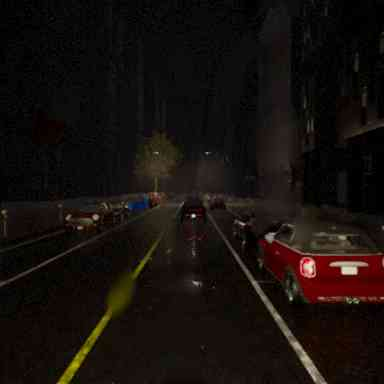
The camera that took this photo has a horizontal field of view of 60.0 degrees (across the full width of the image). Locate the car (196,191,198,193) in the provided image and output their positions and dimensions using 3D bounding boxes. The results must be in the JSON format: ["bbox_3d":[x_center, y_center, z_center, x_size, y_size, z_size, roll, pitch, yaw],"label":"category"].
[{"bbox_3d":[2.772,0.968,92.943,2.008,1.369,4.403,0,0,0],"label":"car"}]

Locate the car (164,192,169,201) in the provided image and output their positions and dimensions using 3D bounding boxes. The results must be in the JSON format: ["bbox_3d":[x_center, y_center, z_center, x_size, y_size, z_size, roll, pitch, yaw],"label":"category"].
[{"bbox_3d":[-5.757,0.936,58.871,2.192,1.841,5.009,0,0,0],"label":"car"}]

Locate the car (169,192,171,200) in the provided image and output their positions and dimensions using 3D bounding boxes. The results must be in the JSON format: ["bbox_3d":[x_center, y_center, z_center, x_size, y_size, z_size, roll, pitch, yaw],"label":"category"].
[{"bbox_3d":[-5.756,1.137,64.549,2.008,1.369,4.403,0,0,0],"label":"car"}]

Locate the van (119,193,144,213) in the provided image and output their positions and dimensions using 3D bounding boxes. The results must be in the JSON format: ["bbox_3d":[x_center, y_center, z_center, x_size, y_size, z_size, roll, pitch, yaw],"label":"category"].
[{"bbox_3d":[-5.760,1.143,30.484,1.690,1.788,3.998,0,0,0],"label":"van"}]

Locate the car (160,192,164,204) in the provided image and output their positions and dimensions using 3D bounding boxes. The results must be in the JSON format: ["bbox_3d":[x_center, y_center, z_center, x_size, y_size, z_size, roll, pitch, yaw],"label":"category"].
[{"bbox_3d":[-5.758,1.008,47.516,2.192,1.841,5.009,0,0,0],"label":"car"}]

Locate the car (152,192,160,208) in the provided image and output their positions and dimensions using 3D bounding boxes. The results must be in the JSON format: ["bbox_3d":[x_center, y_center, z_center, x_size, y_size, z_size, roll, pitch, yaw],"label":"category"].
[{"bbox_3d":[-5.759,1.044,41.839,2.192,1.841,5.009,0,0,0],"label":"car"}]

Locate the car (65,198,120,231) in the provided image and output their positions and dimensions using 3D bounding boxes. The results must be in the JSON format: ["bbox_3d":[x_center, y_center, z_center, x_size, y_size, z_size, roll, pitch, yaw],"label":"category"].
[{"bbox_3d":[-5.761,1.315,19.130,1.967,1.590,4.097,0,0,0],"label":"car"}]

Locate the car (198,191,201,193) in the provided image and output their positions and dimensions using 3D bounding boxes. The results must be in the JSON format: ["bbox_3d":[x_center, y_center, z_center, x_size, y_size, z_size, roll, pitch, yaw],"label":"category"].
[{"bbox_3d":[2.770,0.957,75.910,1.967,1.590,4.097,0,0,0],"label":"car"}]

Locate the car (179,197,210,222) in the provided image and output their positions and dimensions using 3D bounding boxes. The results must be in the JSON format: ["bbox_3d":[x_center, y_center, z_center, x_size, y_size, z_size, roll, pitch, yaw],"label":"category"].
[{"bbox_3d":[0.103,1.343,24.603,1.837,1.490,4.892,0,0,0],"label":"car"}]

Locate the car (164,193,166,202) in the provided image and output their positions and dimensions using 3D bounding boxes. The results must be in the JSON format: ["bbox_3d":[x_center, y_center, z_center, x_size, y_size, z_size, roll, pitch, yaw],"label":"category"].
[{"bbox_3d":[-5.757,1.223,53.195,1.947,1.339,4.313,0,0,0],"label":"car"}]

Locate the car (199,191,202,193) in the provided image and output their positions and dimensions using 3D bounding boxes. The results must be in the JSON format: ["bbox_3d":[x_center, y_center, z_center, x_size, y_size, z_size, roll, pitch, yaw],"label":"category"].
[{"bbox_3d":[2.769,1.110,64.726,1.752,1.417,4.829,0,0,0],"label":"car"}]

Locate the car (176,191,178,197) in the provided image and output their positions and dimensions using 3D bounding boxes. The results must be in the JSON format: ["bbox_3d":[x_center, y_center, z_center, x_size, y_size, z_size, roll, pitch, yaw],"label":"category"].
[{"bbox_3d":[-5.753,1.000,92.936,1.802,1.307,4.206,0,0,0],"label":"car"}]

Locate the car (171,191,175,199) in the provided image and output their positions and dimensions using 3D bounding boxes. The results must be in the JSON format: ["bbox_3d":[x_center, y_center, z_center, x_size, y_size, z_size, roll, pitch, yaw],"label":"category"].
[{"bbox_3d":[-5.755,0.833,75.902,2.192,1.841,5.009,0,0,0],"label":"car"}]

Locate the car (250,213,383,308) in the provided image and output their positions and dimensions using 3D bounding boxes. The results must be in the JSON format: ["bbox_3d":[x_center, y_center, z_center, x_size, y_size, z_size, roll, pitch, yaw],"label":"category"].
[{"bbox_3d":[2.763,1.388,7.780,1.967,1.590,4.097,0,0,0],"label":"car"}]

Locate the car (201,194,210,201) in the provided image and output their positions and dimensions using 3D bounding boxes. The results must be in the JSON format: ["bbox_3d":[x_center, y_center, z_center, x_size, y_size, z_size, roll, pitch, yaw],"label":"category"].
[{"bbox_3d":[2.770,1.133,70.233,1.802,1.307,4.206,0,0,0],"label":"car"}]

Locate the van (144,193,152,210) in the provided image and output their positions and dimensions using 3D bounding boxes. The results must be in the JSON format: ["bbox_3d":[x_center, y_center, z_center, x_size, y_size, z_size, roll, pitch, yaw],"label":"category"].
[{"bbox_3d":[-5.759,1.107,36.162,1.690,1.788,3.998,0,0,0],"label":"van"}]

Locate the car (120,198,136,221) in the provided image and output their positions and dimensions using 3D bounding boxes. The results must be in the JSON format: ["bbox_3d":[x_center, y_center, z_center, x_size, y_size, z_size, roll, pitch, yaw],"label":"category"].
[{"bbox_3d":[-5.760,1.389,24.808,2.008,1.369,4.403,0,0,0],"label":"car"}]

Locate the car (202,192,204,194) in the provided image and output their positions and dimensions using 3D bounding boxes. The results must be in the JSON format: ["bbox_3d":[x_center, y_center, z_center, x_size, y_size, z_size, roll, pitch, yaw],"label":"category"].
[{"bbox_3d":[2.769,1.203,58.879,1.802,1.307,4.206,0,0,0],"label":"car"}]

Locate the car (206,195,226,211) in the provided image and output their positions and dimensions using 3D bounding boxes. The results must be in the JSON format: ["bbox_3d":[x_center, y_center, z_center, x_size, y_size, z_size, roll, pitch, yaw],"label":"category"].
[{"bbox_3d":[2.766,1.347,36.169,1.802,1.307,4.206,0,0,0],"label":"car"}]

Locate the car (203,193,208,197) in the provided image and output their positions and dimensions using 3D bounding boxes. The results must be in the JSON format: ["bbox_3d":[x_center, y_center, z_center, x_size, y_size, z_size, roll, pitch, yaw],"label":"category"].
[{"bbox_3d":[2.767,1.244,47.523,2.008,1.369,4.403,0,0,0],"label":"car"}]

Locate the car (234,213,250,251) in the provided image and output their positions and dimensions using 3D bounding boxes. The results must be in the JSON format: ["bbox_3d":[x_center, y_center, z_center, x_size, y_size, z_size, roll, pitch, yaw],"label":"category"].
[{"bbox_3d":[2.764,1.477,13.458,1.947,1.339,4.313,0,0,0],"label":"car"}]

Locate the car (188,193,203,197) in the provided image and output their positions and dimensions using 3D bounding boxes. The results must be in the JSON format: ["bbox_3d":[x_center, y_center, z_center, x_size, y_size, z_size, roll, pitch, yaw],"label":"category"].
[{"bbox_3d":[0.104,1.208,41.664,1.882,1.535,5.008,0,0,0],"label":"car"}]
